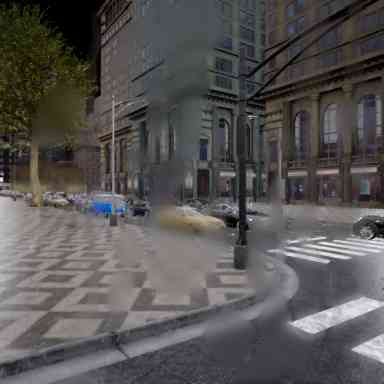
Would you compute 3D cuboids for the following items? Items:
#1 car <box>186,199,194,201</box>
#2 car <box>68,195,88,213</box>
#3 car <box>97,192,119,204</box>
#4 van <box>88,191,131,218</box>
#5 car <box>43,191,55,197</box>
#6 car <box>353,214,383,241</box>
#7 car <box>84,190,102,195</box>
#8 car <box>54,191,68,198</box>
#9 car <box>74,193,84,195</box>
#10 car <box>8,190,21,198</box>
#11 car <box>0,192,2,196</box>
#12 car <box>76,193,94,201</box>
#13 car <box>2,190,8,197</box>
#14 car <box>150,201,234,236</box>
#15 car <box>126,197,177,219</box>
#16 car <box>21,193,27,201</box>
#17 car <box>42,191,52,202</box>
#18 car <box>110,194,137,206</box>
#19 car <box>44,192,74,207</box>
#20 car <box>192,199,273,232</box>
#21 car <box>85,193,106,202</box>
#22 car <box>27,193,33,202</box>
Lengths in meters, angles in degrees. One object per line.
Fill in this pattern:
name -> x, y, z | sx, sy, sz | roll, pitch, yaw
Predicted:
car -> 0.201, 1.315, 32.048 | 1.947, 1.339, 4.313 | 1, 0, -35
car -> -9.998, 1.230, 31.709 | 2.008, 1.369, 4.403 | 1, 0, -35
car -> -12.763, 0.880, 50.401 | 1.967, 1.590, 4.097 | 1, 0, -35
van -> -6.754, 1.091, 27.120 | 1.690, 1.788, 3.998 | 1, 0, -35
car -> -35.455, 0.471, 82.510 | 1.802, 1.307, 4.206 | 1, 0, -35
car -> 9.457, 1.316, 14.316 | 2.097, 1.767, 4.553 | 0, 1, -35
car -> -9.169, 0.870, 35.147 | 2.150, 2.045, 5.566 | 0, 1, -35
car -> -28.972, 0.587, 73.336 | 1.887, 1.381, 4.507 | 1, 0, -35
car -> -15.051, 1.029, 43.546 | 1.812, 1.442, 4.674 | 0, 1, -34
car -> -35.929, 0.483, 68.413 | 1.967, 1.590, 4.097 | 1, 0, -35
car -> -45.655, 0.254, 82.176 | 1.967, 1.590, 4.097 | 1, 0, -35
car -> -19.248, 0.860, 59.575 | 1.802, 1.307, 4.206 | 1, 0, -35
car -> -42.413, 0.329, 77.588 | 1.967, 1.590, 4.097 | 1, 0, -35
car -> -0.173, 1.398, 17.802 | 1.752, 1.417, 4.829 | 1, 0, -35
car -> -3.353, 1.338, 26.905 | 1.994, 1.385, 4.181 | 0, 1, -35
car -> -26.207, 0.830, 54.651 | 2.008, 1.369, 4.403 | 1, 0, -35
car -> -19.723, 0.992, 45.476 | 2.008, 1.369, 4.403 | 1, 0, -35
car -> -9.524, 1.073, 45.814 | 2.008, 1.369, 4.403 | 1, 0, -35
car -> -16.384, 1.051, 40.749 | 1.752, 1.417, 4.829 | 1, 0, -35
car -> 2.369, 1.370, 18.796 | 2.128, 1.511, 4.902 | 0, 1, -35
car -> -16.006, 0.910, 54.988 | 2.008, 1.369, 4.403 | 1, 0, -35
car -> -22.965, 0.910, 50.063 | 2.008, 1.369, 4.403 | 1, 0, -35
